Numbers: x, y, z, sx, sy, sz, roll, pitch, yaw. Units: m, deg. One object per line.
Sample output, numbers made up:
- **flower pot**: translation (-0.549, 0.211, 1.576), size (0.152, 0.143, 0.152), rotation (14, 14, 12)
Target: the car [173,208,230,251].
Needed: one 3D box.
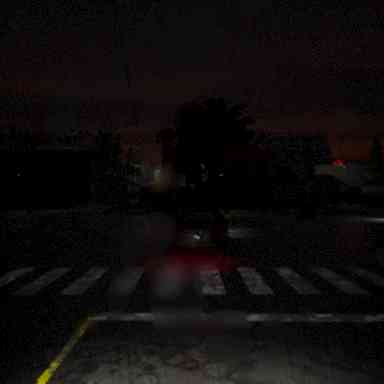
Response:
- **car**: translation (0.509, 1.409, 13.929), size (1.882, 1.535, 5.008), rotation (-1, 0, 8)
